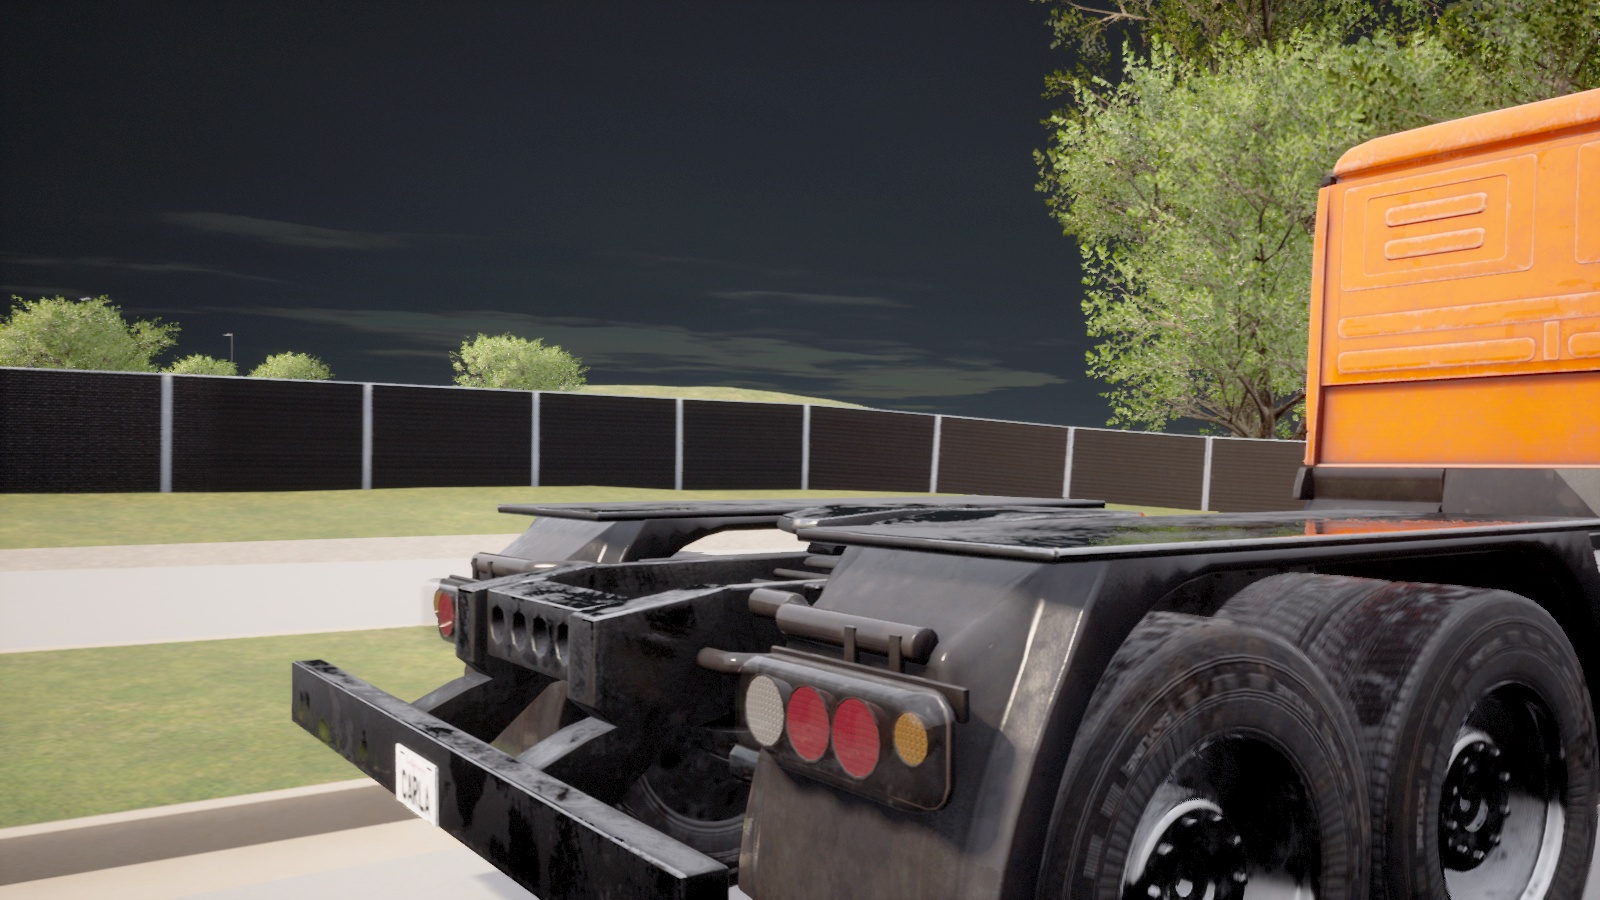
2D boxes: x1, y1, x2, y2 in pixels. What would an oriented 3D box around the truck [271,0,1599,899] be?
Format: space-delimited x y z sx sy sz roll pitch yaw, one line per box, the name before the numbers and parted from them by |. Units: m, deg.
truck | 2.318 -0.206 5.280 7.936 3.462 2.891 0 -1 -35
